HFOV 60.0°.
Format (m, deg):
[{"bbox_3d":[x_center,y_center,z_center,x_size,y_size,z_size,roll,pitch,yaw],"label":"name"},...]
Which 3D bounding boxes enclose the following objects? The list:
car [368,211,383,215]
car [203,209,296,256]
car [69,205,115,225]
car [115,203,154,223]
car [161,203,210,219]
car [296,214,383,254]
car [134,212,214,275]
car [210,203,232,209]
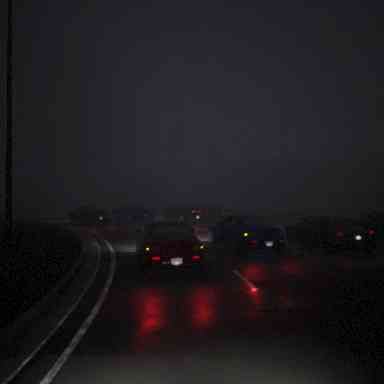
[{"bbox_3d":[8.869,1.579,15.166,1.882,1.535,5.008,0,-1,-14],"label":"car"},{"bbox_3d":[2.073,1.618,13.587,1.812,1.442,4.674,0,-1,-14],"label":"car"},{"bbox_3d":[-7.947,1.697,25.666,1.812,1.442,4.674,1,-1,-38],"label":"car"},{"bbox_3d":[-5.031,1.661,27.580,1.882,1.535,5.008,1,-1,-37],"label":"car"},{"bbox_3d":[-0.912,1.692,27.879,1.837,1.490,4.892,1,0,-35],"label":"car"},{"bbox_3d":[5.550,1.655,14.017,1.994,1.385,4.181,0,-1,-14],"label":"car"},{"bbox_3d":[-0.815,1.598,10.716,1.812,1.442,4.674,0,0,-11],"label":"car"},{"bbox_3d":[1.799,1.726,30.065,1.812,1.442,4.674,0,-1,-35],"label":"car"}]
